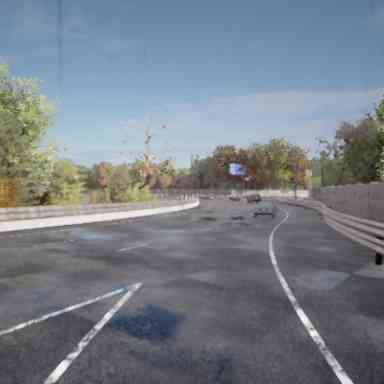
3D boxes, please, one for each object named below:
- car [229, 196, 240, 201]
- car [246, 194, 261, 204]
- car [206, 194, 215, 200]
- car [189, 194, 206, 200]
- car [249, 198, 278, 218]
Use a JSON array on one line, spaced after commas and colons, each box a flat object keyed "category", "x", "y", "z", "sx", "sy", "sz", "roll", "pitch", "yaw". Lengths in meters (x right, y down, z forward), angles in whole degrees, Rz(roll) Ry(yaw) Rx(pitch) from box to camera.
[{"category": "car", "x": 10.850, "y": 1.654, "z": 84.854, "sx": 1.812, "sy": 1.442, "sz": 4.674, "roll": 1, "pitch": 0, "yaw": -12}, {"category": "car", "x": 12.376, "y": 1.365, "z": 66.768, "sx": 2.150, "sy": 2.045, "sz": 5.566, "roll": 1, "pitch": 0, "yaw": -1}, {"category": "car", "x": 4.922, "y": 1.597, "z": 95.382, "sx": 2.128, "sy": 1.511, "sz": 4.902, "roll": 1, "pitch": 0, "yaw": -17}, {"category": "car", "x": 1.582, "y": 1.510, "z": 94.311, "sx": 1.882, "sy": 1.535, "sz": 5.008, "roll": 1, "pitch": 0, "yaw": -17}, {"category": "car", "x": 6.977, "y": 1.623, "z": 31.322, "sx": 2.033, "sy": 1.411, "sz": 5.357, "roll": 1, "pitch": 0, "yaw": 18}]
